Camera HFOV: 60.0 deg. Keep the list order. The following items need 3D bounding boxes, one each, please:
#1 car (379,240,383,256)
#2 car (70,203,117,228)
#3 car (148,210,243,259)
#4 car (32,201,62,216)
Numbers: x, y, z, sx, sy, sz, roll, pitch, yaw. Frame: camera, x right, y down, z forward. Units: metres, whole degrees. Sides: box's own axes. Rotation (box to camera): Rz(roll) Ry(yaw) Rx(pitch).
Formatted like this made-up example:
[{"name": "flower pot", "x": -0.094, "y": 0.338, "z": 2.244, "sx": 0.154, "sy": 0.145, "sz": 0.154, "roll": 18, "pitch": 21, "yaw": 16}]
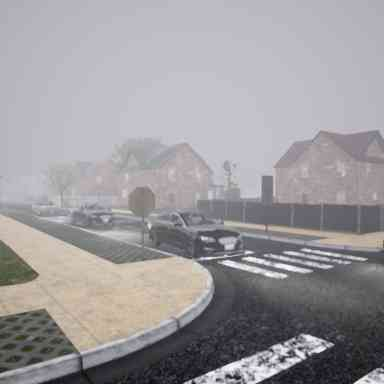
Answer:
[{"name": "car", "x": 8.751, "y": 1.549, "z": 10.384, "sx": 5.357, "sy": 1.411, "sz": 2.033, "roll": 0, "pitch": 0, "yaw": -11}, {"name": "car", "x": -6.664, "y": 1.468, "z": 22.209, "sx": 2.128, "sy": 1.511, "sz": 4.902, "roll": 1, "pitch": -1, "yaw": -36}, {"name": "car", "x": -0.060, "y": 1.470, "z": 12.612, "sx": 2.128, "sy": 1.511, "sz": 4.902, "roll": 1, "pitch": 0, "yaw": -31}, {"name": "car", "x": -14.299, "y": 1.579, "z": 32.708, "sx": 1.895, "sy": 1.301, "sz": 4.718, "roll": 1, "pitch": -1, "yaw": -36}]
